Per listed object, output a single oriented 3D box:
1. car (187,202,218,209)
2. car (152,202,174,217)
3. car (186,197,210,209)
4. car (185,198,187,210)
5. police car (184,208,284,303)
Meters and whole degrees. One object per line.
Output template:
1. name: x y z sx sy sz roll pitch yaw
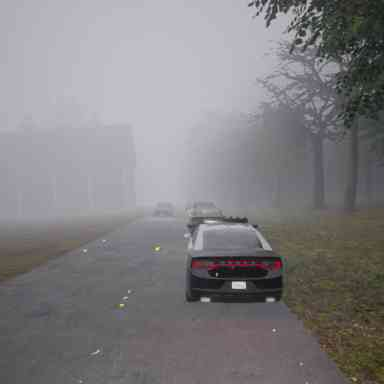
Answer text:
1. car: 0.821 1.534 18.311 1.882 1.535 5.008 0 0 0
2. car: -2.758 1.720 33.128 2.033 1.411 5.357 0 0 0
3. car: 0.819 1.449 24.285 2.097 1.767 4.553 0 0 0
4. car: 0.018 1.831 45.682 2.033 1.411 5.357 0 -1 1
5. police car: 0.823 1.438 8.418 1.930 1.638 5.238 0 0 0
